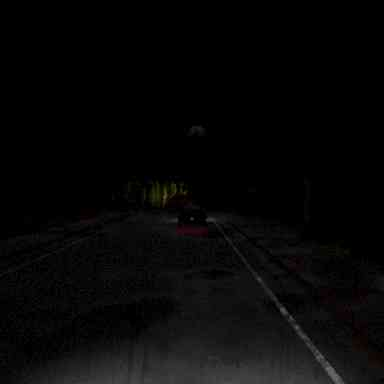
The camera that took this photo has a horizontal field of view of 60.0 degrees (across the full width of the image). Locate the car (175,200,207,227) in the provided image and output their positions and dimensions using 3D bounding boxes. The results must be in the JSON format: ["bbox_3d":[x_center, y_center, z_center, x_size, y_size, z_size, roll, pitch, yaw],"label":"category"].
[{"bbox_3d":[0.010,1.556,23.765,1.882,1.535,5.008,0,0,0],"label":"car"}]

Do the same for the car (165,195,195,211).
[{"bbox_3d":[-1.437,1.373,40.736,2.150,2.045,5.566,1,-1,-25],"label":"car"}]
